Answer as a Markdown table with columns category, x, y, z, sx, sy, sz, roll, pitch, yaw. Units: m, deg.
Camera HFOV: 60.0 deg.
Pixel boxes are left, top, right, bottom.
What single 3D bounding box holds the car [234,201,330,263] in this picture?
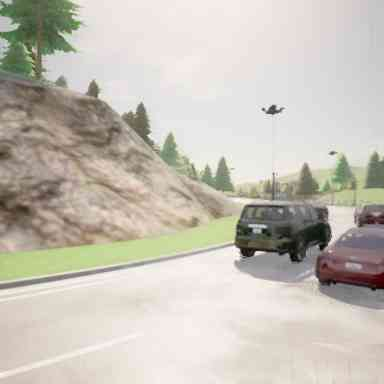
| category | x | y | z | sx | sy | sz | roll | pitch | yaw |
| --- | --- | --- | --- | --- | --- | --- | --- | --- | --- |
| car | 3.708 | 1.378 | 12.952 | 2.150 | 2.045 | 5.566 | 0 | -1 | 36 |

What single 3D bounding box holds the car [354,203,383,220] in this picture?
| category | x | y | z | sx | sy | sz | roll | pitch | yaw |
| --- | --- | --- | --- | --- | --- | --- | --- | --- | --- |
| car | 13.270 | 1.614 | 24.518 | 2.097 | 1.767 | 4.553 | -1 | -1 | 21 |

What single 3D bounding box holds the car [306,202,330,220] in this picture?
| category | x | y | z | sx | sy | sz | roll | pitch | yaw |
| --- | --- | --- | --- | --- | --- | --- | --- | --- | --- |
| car | 12.445 | 1.857 | 33.112 | 1.882 | 1.535 | 5.008 | 0 | -1 | 16 |

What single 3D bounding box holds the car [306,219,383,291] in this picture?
| category | x | y | z | sx | sy | sz | roll | pitch | yaw |
| --- | --- | --- | --- | --- | --- | --- | --- | --- | --- |
| car | 4.961 | 1.663 | 9.067 | 1.994 | 1.385 | 4.181 | -1 | -1 | 40 |
